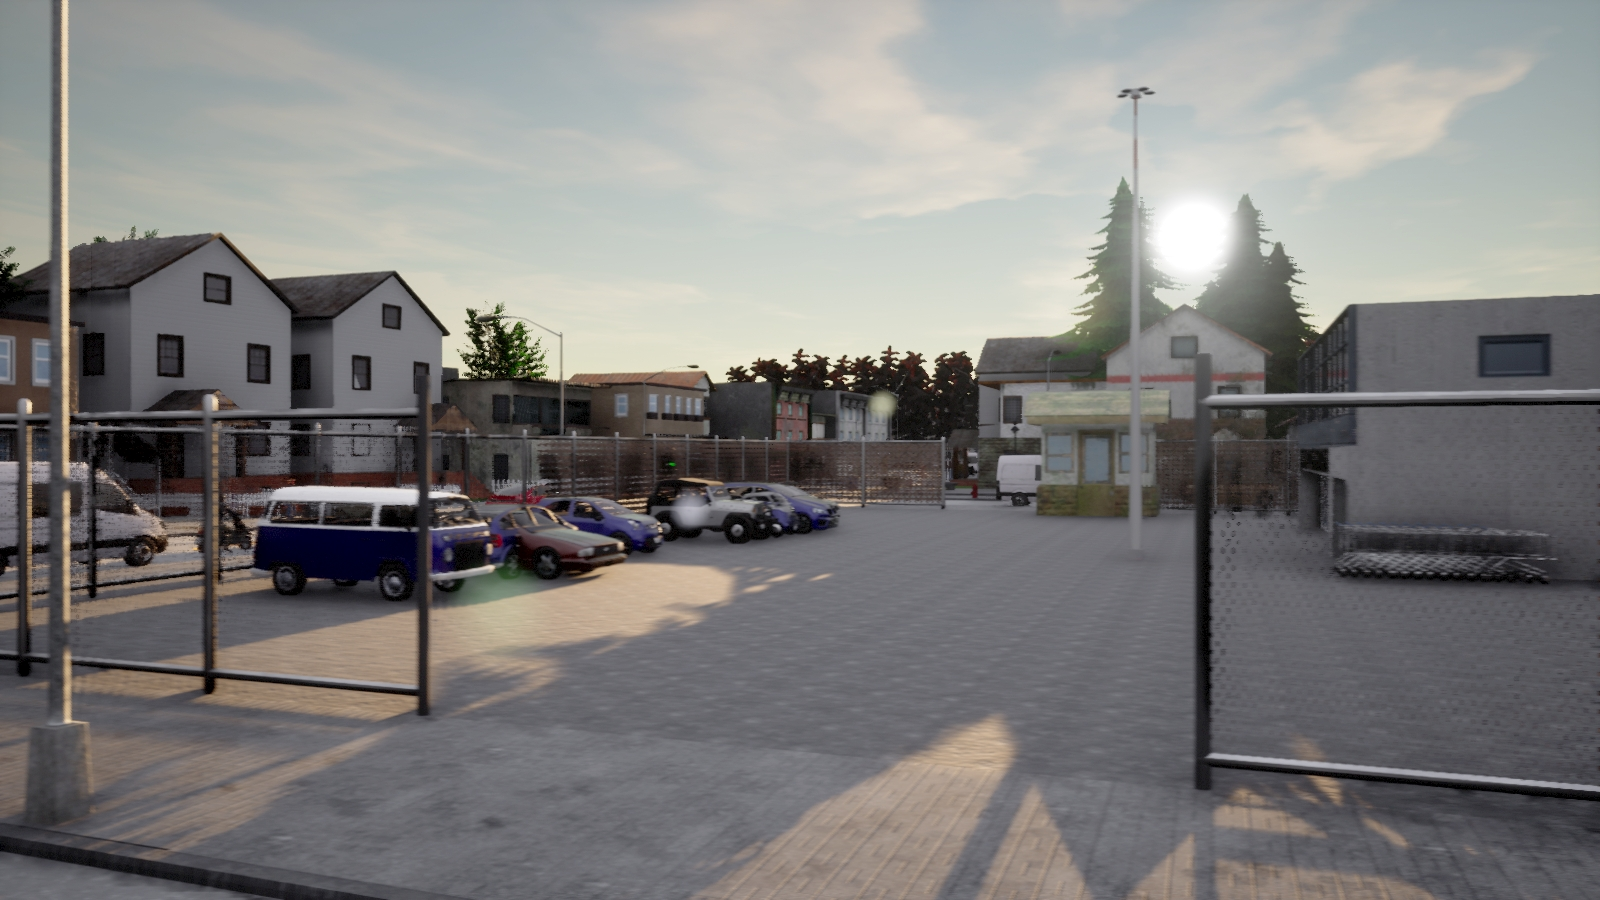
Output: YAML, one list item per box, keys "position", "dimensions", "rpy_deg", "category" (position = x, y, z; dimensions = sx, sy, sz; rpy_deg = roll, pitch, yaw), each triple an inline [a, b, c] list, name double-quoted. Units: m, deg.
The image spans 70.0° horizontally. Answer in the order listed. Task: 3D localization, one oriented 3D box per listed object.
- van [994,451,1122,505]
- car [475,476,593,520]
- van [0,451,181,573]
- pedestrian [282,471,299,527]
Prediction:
- position: [12.686, 1.316, 56.181]
  dimensions: [5.915, 2.561, 1.988]
  rpy_deg: [0, 0, 20]
  category: "van"
- position: [-10.411, 1.845, 45.118]
  dimensions: [2.231, 1.480, 4.892]
  rpy_deg: [0, 0, 20]
  category: "car"
- position: [-17.351, 1.317, 25.998]
  dimensions: [1.988, 2.561, 5.915]
  rpy_deg: [0, 0, 20]
  category: "van"
- position: [-17.016, 1.631, 38.156]
  dimensions: [0.375, 1.860, 0.375]
  rpy_deg: [0, 0, 22]
  category: "pedestrian"
